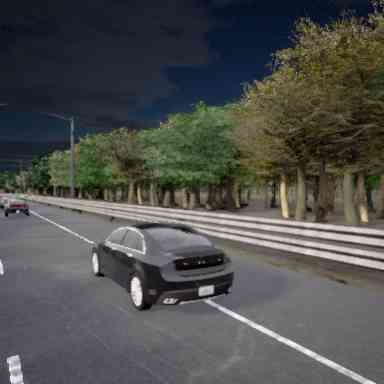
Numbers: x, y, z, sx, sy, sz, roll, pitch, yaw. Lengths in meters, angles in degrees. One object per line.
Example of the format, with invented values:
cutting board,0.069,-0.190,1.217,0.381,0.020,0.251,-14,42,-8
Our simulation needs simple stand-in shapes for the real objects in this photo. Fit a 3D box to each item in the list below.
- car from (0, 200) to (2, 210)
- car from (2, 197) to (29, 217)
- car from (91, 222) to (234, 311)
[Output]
car,-22.575,1.389,41.127,1.837,1.490,4.892,0,1,-31
car,-16.167,1.415,30.668,1.837,1.490,4.892,0,1,-31
car,-1.008,1.478,7.909,1.837,1.490,4.892,0,0,-31
